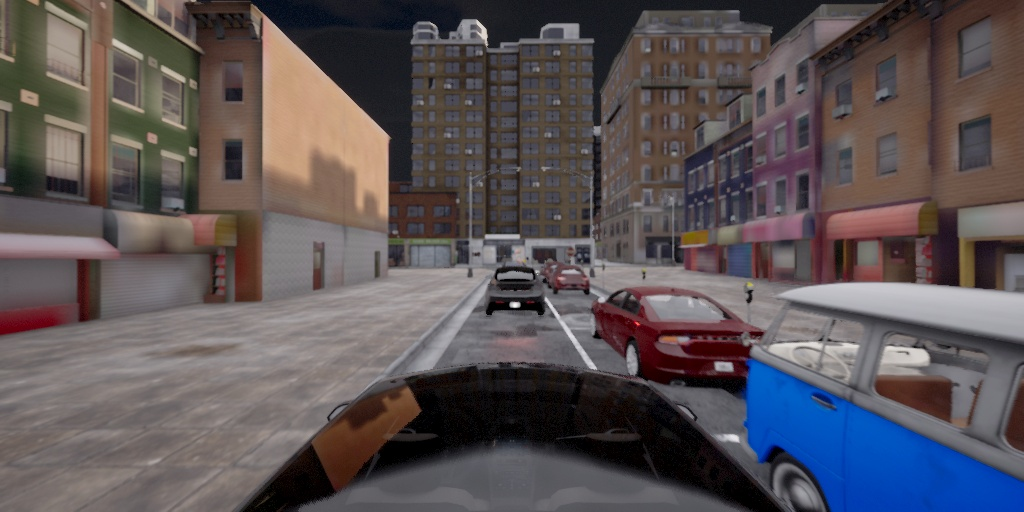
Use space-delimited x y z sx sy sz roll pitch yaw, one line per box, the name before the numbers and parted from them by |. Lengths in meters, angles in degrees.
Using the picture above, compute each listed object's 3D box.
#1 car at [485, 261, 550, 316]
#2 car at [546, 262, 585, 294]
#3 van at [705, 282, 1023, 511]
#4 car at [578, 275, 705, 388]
car | 0.113 1.092 12.599 1.837 1.490 4.892 0 1 1
car | 2.696 1.096 17.612 1.802 1.307 4.207 0 0 0
van | 2.636 1.097 1.300 1.690 1.789 3.998 0 0 0
car | 2.656 1.218 6.737 1.888 1.381 4.507 0 0 0
